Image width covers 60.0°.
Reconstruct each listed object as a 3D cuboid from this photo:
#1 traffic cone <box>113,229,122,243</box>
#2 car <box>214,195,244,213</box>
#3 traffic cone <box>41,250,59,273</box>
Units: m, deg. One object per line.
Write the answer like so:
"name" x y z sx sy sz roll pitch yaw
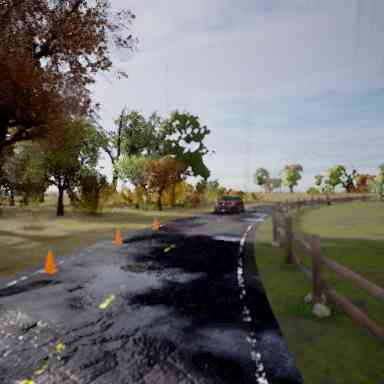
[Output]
"traffic cone" -3.172 1.883 14.304 0.340 0.580 0.340 0 0 10
"car" 3.785 1.134 33.362 2.097 1.767 4.553 0 1 22
"traffic cone" -3.935 1.907 9.218 0.340 0.580 0.340 0 0 7
